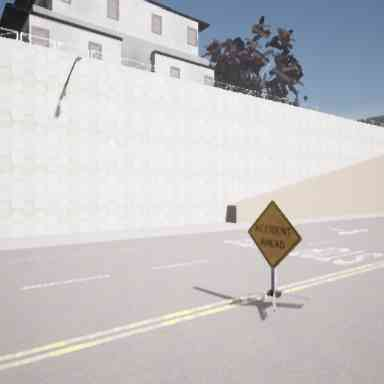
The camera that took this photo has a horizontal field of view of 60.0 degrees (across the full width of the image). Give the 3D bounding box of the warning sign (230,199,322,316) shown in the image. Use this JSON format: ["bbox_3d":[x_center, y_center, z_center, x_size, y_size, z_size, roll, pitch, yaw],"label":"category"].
[{"bbox_3d":[1.549,1.087,6.264,1.060,1.860,1.300,0,0,-36],"label":"warning sign"}]
